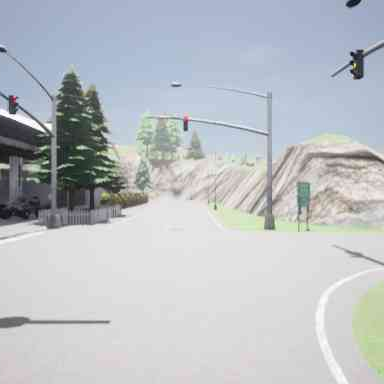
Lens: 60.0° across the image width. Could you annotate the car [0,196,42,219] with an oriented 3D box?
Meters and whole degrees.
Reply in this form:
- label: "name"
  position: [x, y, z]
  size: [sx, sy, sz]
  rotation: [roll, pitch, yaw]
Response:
- label: "car"
  position: [-14.456, 1.301, 28.602]
  size: [1.905, 1.878, 3.866]
  rotation: [0, 0, -1]
